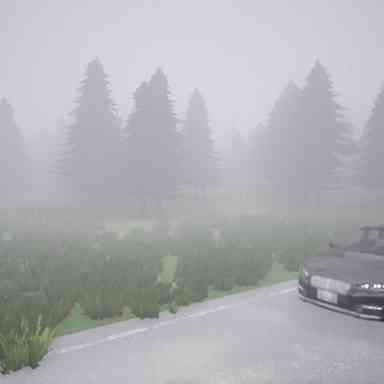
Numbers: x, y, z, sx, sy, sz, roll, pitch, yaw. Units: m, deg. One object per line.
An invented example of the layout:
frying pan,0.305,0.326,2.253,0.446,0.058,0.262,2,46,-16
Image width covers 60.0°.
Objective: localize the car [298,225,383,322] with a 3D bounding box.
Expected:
car,4.268,1.490,7.060,4.902,1.511,2.128,0,0,-36
